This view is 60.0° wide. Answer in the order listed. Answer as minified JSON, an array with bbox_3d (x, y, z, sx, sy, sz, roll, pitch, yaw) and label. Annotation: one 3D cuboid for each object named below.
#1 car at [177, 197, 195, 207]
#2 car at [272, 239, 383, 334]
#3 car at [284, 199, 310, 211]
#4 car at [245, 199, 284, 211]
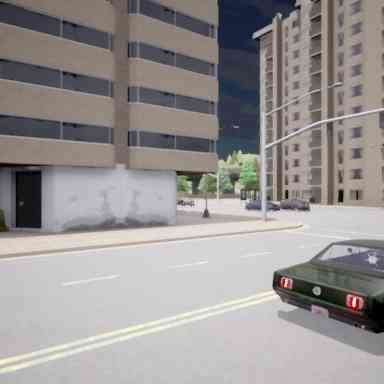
[{"bbox_3d":[-1.371,1.519,52.173,1.812,1.442,4.674,0,0,-35],"label":"car"},{"bbox_3d":[3.839,1.599,6.516,4.718,1.301,1.895,0,0,-35],"label":"car"},{"bbox_3d":[11.954,1.557,39.751,1.994,1.385,4.181,0,0,-34],"label":"car"},{"bbox_3d":[8.172,1.558,38.938,1.994,1.385,4.181,0,0,-36],"label":"car"}]
